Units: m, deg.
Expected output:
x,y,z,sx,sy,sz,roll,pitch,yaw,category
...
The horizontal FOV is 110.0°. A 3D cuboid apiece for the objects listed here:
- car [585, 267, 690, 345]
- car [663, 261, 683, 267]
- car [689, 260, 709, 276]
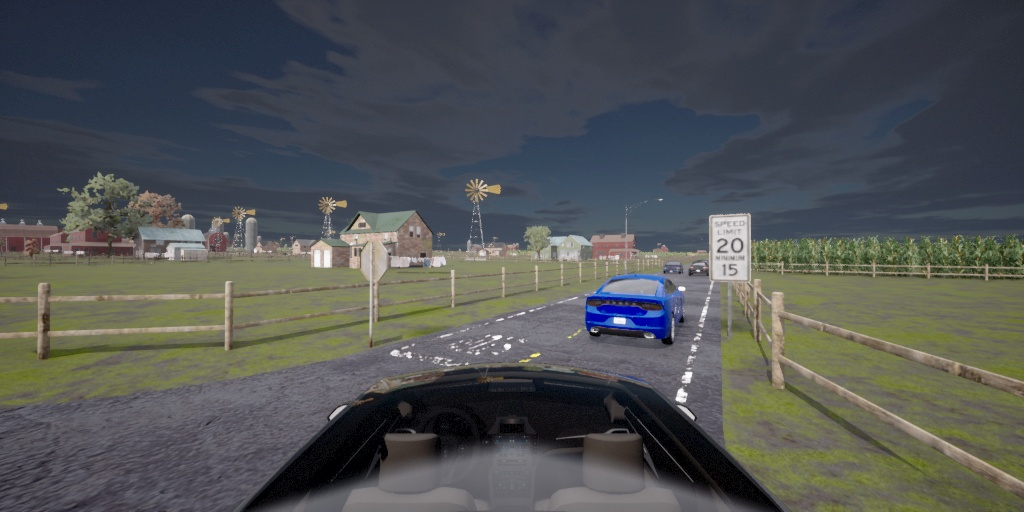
x,y,z,sx,sy,sz,roll,pitch,yaw,category
3.532,1.229,9.776,1.882,1.535,5.008,0,0,30,car
18.794,1.300,41.615,2.033,1.411,5.357,0,0,30,car
19.245,1.275,36.803,1.812,1.442,4.674,0,0,31,car
